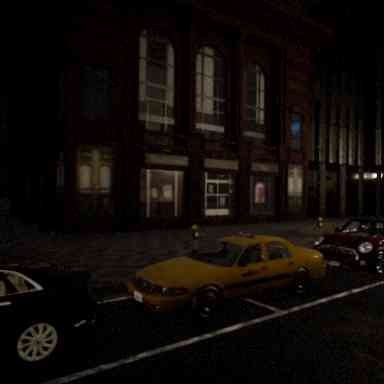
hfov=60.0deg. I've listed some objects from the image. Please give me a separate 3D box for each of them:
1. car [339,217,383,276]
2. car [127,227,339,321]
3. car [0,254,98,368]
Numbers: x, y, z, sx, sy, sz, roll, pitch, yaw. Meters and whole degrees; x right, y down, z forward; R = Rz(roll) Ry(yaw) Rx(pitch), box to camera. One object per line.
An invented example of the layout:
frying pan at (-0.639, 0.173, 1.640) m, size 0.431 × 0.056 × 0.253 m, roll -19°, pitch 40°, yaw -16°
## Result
car at (5.735, 1.551, 10.725) m, size 4.097 × 1.590 × 1.967 m, roll 1°, pitch 0°, yaw -35°
car at (1.005, 1.577, 7.358) m, size 4.829 × 1.417 × 1.752 m, roll 1°, pitch 0°, yaw -35°
car at (-3.448, 1.546, 4.187) m, size 4.403 × 1.369 × 2.008 m, roll 1°, pitch 0°, yaw -35°
